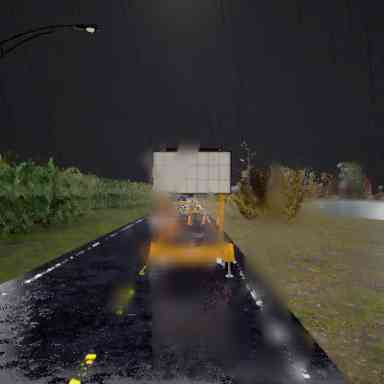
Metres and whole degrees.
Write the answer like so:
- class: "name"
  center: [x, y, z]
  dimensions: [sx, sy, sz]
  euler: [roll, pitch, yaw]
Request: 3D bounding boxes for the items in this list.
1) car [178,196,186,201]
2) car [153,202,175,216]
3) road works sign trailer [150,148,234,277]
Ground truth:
- class: "car"
  center: [-2.772, 1.762, 89.800]
  dimensions: [1.812, 1.442, 4.674]
  euler: [0, 0, 0]
- class: "car"
  center: [-2.760, 1.641, 32.753]
  dimensions: [1.895, 1.301, 4.718]
  euler: [0, 0, 0]
- class: "road works sign trailer"
  center: [-0.004, 0.471, 10.218]
  dimensions: [2.380, 3.560, 2.880]
  euler: [0, 0, 0]
